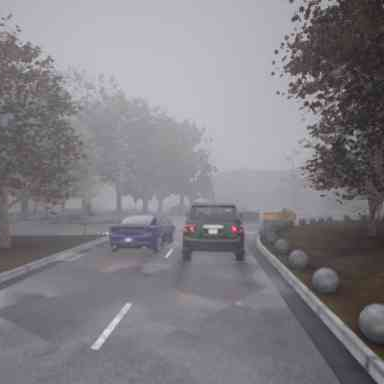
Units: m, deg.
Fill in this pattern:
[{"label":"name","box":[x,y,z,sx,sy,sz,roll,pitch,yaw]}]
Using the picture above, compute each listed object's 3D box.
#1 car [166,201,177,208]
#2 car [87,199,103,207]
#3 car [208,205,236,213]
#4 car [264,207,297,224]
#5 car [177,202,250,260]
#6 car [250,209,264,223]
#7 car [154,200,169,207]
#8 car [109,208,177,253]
[{"label":"car","box":[-2.057,2.901,60.267,4.674,1.442,1.812,-1,-2,41]},{"label":"car","box":[-27.356,3.209,91.021,4.553,1.767,2.185,1,-1,-12]},{"label":"car","box":[5.261,2.979,58.595,4.718,1.301,1.895,-1,-2,43]},{"label":"car","box":[8.026,2.118,30.166,1.882,1.535,5.008,0,-2,33]},{"label":"car","box":[0.871,1.409,13.396,2.150,2.045,5.566,0,-1,4]},{"label":"car","box":[4.571,2.108,30.625,1.882,1.535,5.008,-1,-2,34]},{"label":"car","box":[-7.308,3.575,93.261,4.792,1.488,2.163,1,-1,-12]},{"label":"car","box":[-2.023,1.673,14.767,1.882,1.535,5.008,0,-1,8]}]
